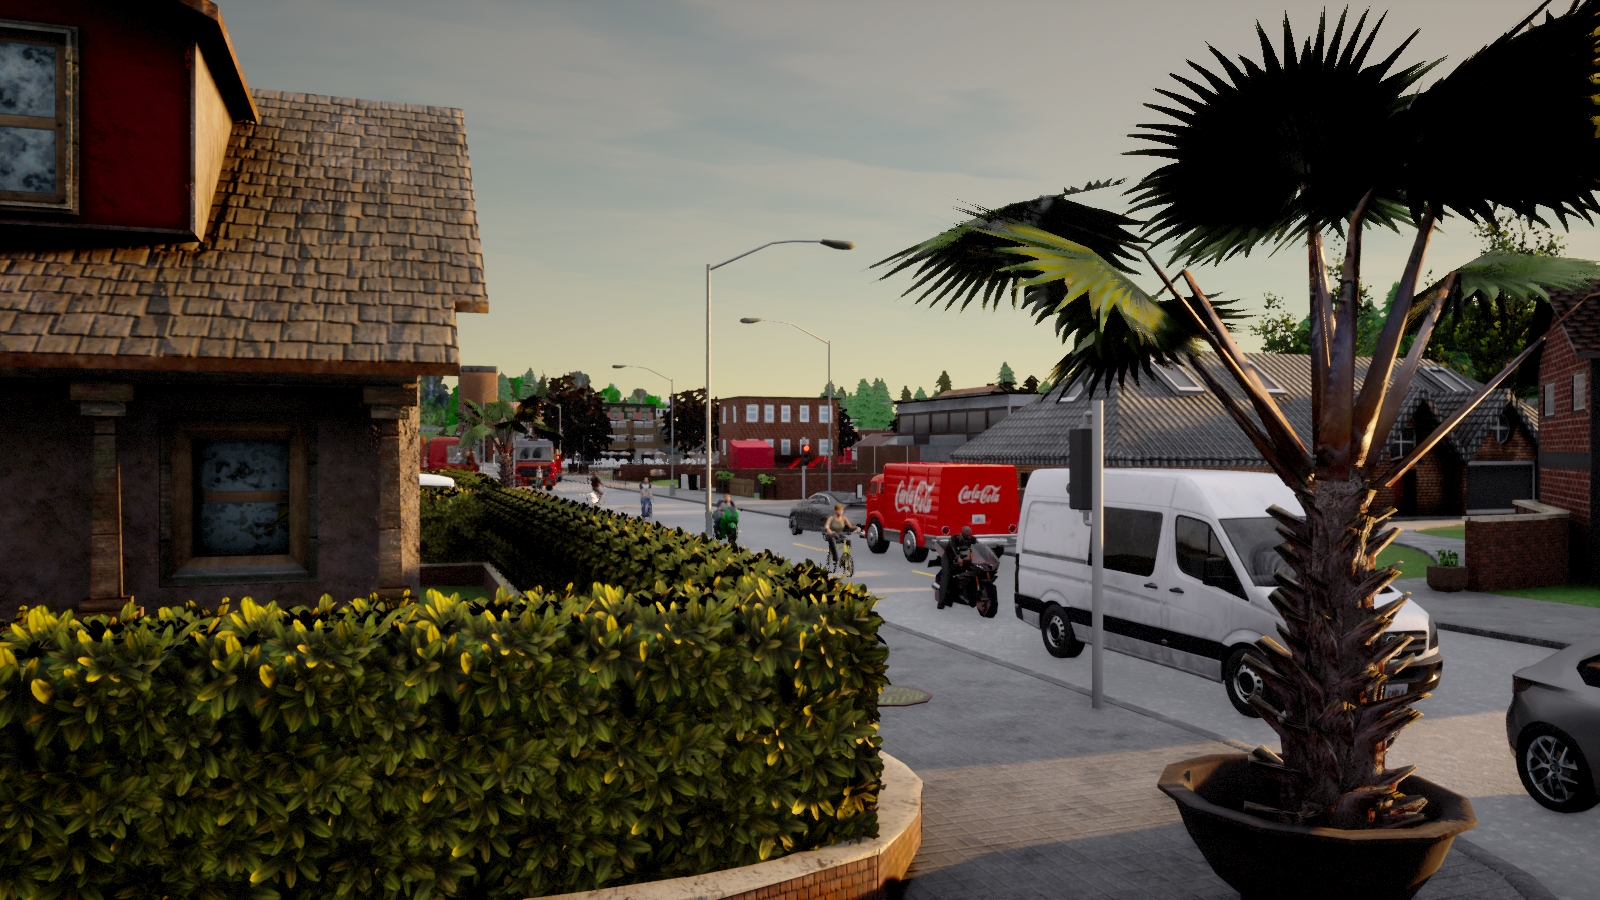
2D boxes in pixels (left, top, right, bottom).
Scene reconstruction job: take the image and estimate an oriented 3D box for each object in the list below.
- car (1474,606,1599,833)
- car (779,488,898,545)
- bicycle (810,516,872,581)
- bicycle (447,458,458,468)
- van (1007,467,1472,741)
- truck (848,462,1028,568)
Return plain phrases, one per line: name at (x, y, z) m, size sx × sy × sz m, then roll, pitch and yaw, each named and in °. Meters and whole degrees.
car at (6.934, 2.069, 7.650) m, size 1.816 × 1.474 × 4.193 m, roll 0°, pitch 0°, yaw -12°
car at (1.122, 2.053, 36.412) m, size 2.128 × 1.511 × 4.902 m, roll 0°, pitch 0°, yaw -20°
bicycle at (0.891, 2.162, 25.339) m, size 0.859 × 1.276 × 1.487 m, roll 0°, pitch 0°, yaw -20°
bicycle at (-54.285, 2.064, 178.463) m, size 0.329 × 1.471 × 1.835 m, roll -4°, pitch -2°, yaw 30°
van at (4.966, 1.538, 14.186) m, size 1.988 × 2.561 × 5.915 m, roll 0°, pitch 0°, yaw -20°
truck at (3.468, 1.570, 29.990) m, size 2.627 × 2.467 × 5.204 m, roll 0°, pitch 0°, yaw -20°
